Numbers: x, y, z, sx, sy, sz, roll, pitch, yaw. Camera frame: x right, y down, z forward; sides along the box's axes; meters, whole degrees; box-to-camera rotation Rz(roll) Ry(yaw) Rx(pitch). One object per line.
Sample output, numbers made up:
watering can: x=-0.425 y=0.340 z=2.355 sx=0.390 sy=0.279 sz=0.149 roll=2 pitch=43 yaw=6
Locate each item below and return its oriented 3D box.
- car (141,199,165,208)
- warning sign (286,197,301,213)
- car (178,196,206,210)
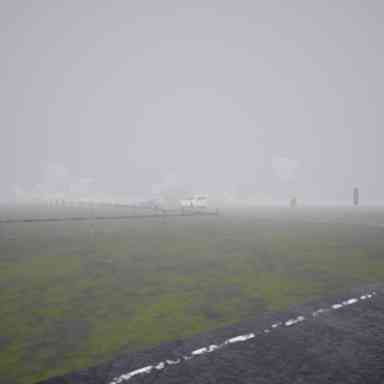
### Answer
car: x=-6.308 y=1.930 z=56.234 sx=1.837 sy=1.490 sz=4.892 roll=1 pitch=-1 yaw=-35
warning sign: x=11.962 y=1.513 z=39.288 sx=1.300 sy=1.860 sz=1.060 roll=1 pitch=-1 yaw=-35
car: x=-0.005 y=1.652 z=52.096 sx=2.150 sy=2.045 sz=5.566 roll=1 pitch=0 yaw=-35
